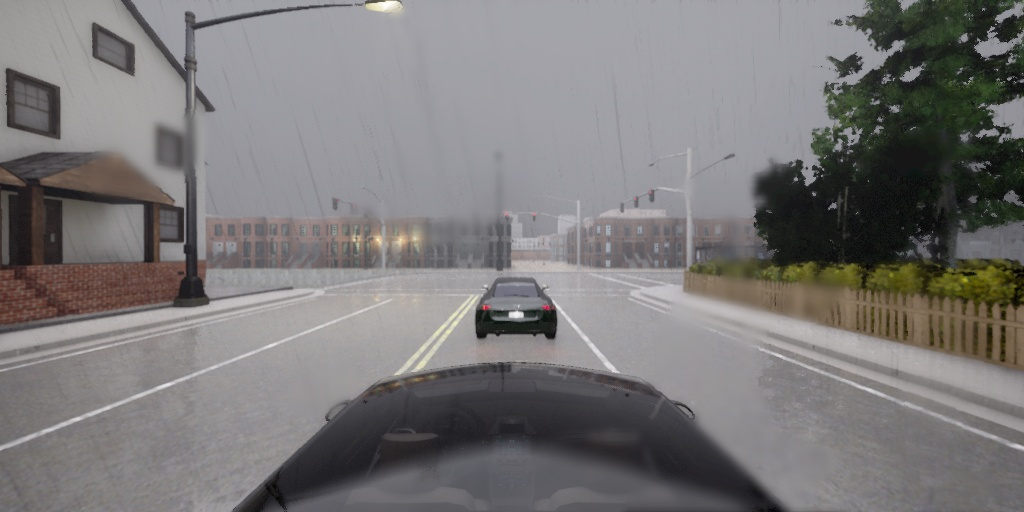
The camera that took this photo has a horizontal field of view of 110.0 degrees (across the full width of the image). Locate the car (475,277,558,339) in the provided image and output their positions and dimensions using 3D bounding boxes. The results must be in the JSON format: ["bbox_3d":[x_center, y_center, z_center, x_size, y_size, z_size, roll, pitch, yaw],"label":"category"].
[{"bbox_3d":[0.096,1.266,9.962,1.994,1.385,4.181,0,0,0],"label":"car"}]
